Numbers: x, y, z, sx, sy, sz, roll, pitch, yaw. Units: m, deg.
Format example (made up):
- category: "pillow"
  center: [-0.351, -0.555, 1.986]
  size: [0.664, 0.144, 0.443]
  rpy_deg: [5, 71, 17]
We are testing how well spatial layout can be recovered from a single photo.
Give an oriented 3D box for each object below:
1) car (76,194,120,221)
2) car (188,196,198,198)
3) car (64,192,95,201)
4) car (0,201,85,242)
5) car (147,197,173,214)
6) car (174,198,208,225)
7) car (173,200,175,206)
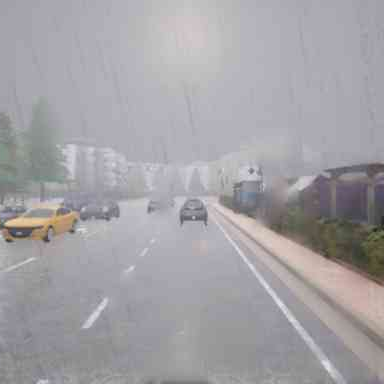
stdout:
- category: "car"
  center: [-7.066, 1.252, 26.059]
  size: [2.097, 1.767, 4.553]
  rpy_deg: [0, 0, 0]
- category: "car"
  center: [0.110, 1.339, 43.080]
  size: [1.837, 1.490, 4.892]
  rpy_deg: [0, 0, 0]
- category: "car"
  center: [-10.569, 1.092, 31.391]
  size: [2.150, 2.045, 5.566]
  rpy_deg: [0, 1, 0]
- category: "car"
  center: [-7.079, 1.416, 16.117]
  size: [1.882, 1.535, 5.008]
  rpy_deg: [0, 0, 0]
- category: "car"
  center: [-3.392, 1.360, 33.759]
  size: [2.128, 1.511, 4.902]
  rpy_deg: [0, 0, 0]
- category: "car"
  center: [0.108, 1.401, 23.381]
  size: [2.128, 1.511, 4.902]
  rpy_deg: [0, 0, 0]
- category: "car"
  center: [-3.480, 1.367, 47.052]
  size: [2.033, 1.411, 5.357]
  rpy_deg: [0, 0, 0]
